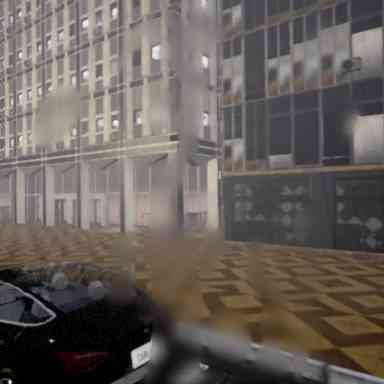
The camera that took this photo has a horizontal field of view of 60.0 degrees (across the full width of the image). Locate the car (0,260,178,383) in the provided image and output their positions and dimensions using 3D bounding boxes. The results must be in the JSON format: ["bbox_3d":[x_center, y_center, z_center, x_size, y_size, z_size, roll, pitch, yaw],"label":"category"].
[{"bbox_3d":[-2.148,1.611,4.413,4.313,1.339,1.947,-1,-1,36],"label":"car"}]
